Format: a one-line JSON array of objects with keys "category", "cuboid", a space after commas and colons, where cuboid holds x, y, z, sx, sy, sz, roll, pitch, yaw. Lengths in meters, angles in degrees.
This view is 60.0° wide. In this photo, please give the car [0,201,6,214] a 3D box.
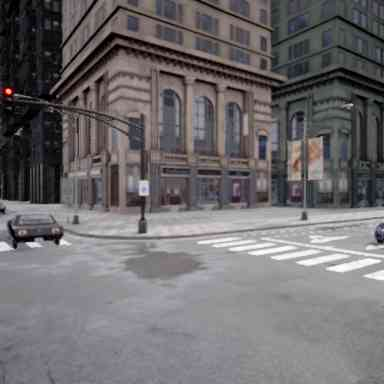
[{"category": "car", "cuboid": [-20.862, 1.633, 34.982, 1.895, 1.301, 4.718, 0, 0, -35]}]

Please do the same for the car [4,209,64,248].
[{"category": "car", "cuboid": [-7.198, 1.604, 15.046, 1.895, 1.301, 4.718, 0, 0, -31]}]

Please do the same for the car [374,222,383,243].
[{"category": "car", "cuboid": [9.945, 1.501, 14.755, 4.674, 1.442, 1.812, 0, 0, -36]}]
